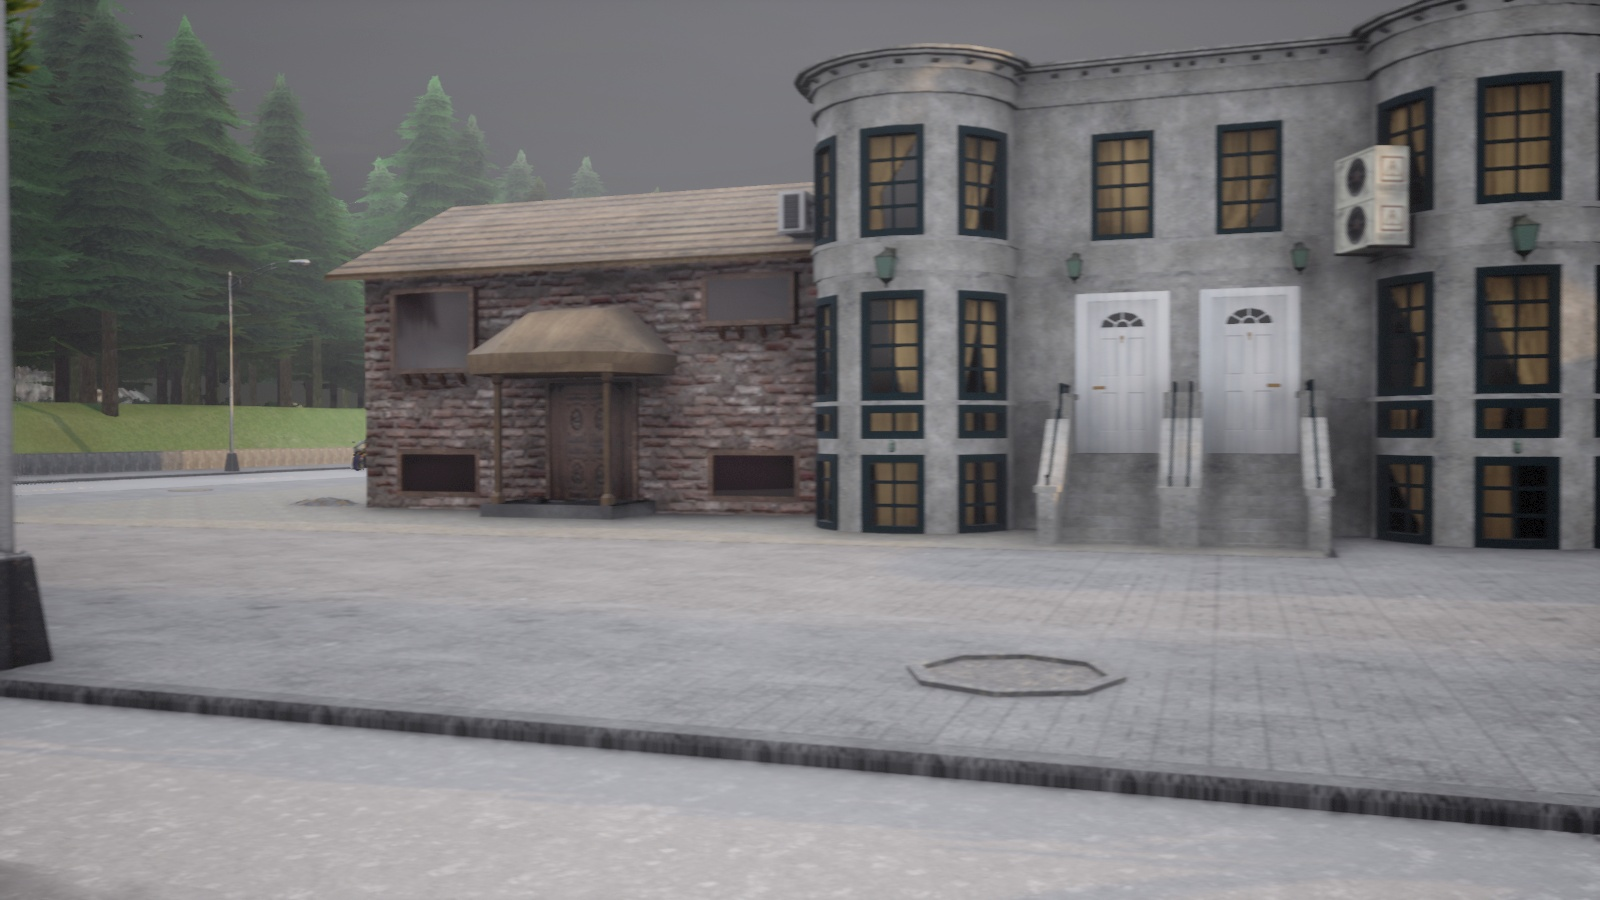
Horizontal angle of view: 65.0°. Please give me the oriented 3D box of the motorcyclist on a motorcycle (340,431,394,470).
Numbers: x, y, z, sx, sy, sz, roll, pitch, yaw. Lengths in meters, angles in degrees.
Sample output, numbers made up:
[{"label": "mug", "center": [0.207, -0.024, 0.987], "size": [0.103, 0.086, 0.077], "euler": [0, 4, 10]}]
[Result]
[{"label": "motorcyclist on a motorcycle", "center": [-17.404, -0.013, 50.538], "size": [0.866, 1.530, 2.191], "euler": [1, 1, 19]}]
